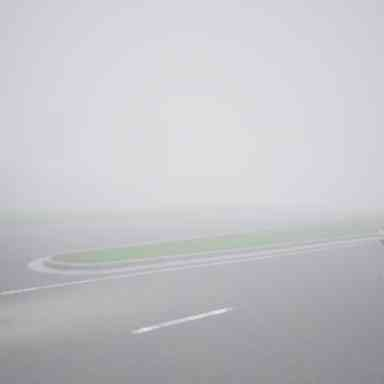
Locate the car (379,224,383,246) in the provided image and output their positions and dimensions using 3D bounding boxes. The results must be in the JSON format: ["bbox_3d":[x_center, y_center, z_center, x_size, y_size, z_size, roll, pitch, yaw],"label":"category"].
[{"bbox_3d":[9.611,1.565,13.669,4.674,1.442,1.812,0,0,-30],"label":"car"}]
